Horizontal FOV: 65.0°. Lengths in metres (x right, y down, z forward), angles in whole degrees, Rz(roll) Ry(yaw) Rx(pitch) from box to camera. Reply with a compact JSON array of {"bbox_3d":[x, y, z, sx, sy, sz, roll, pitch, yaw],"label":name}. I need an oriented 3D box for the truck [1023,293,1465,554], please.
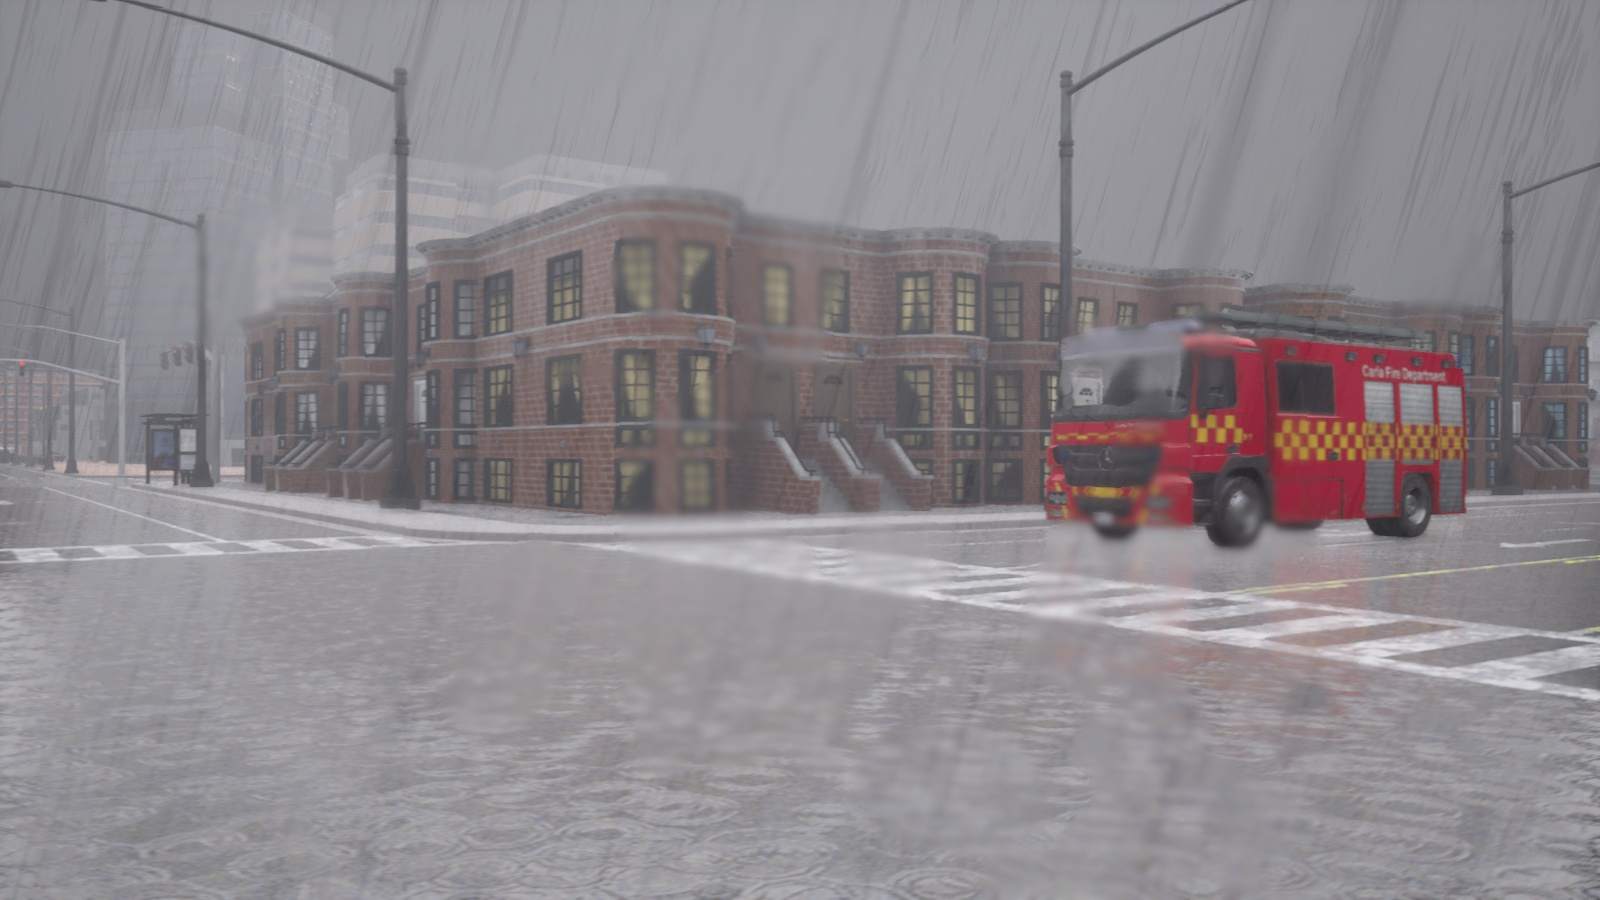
[{"bbox_3d":[7.998,-0.383,22.020,8.468,3.827,2.891,0,0,-35],"label":"truck"}]
